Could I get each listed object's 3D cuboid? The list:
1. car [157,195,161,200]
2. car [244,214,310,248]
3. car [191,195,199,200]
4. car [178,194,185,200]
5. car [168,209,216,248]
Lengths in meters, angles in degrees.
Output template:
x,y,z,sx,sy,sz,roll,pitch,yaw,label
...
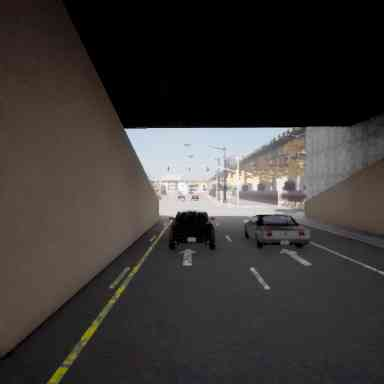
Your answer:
x,y,z,sx,sy,sz,roll,pitch,yaw,label
-9.509,1.493,91.462,1.837,1.490,4.892,0,0,1,car
3.500,1.614,14.722,1.895,1.301,4.718,0,0,0,car
0.833,1.365,85.048,1.994,1.385,4.181,0,0,1,car
-2.666,1.338,85.135,2.128,1.511,4.902,0,0,1,car
0.000,1.514,14.692,1.837,1.490,4.892,0,0,0,car
